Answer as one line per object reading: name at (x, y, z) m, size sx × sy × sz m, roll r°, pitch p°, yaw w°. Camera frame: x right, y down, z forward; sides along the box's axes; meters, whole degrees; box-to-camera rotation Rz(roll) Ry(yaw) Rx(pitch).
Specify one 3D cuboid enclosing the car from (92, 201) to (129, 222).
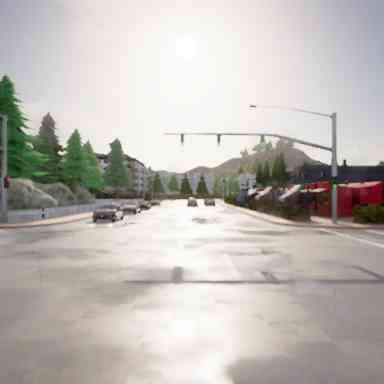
car at (-7.125, 1.714, 28.725) m, size 1.837 × 1.490 × 4.892 m, roll 0°, pitch 0°, yaw 1°

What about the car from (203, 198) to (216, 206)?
car at (3.484, 2.059, 63.298) m, size 1.895 × 1.301 × 4.718 m, roll 0°, pitch 0°, yaw 0°

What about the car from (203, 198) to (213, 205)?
car at (3.482, 2.001, 72.208) m, size 1.895 × 1.301 × 4.718 m, roll 0°, pitch 0°, yaw 0°

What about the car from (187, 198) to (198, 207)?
car at (0.082, 2.010, 61.586) m, size 1.994 × 1.385 × 4.181 m, roll 0°, pitch 0°, yaw 0°

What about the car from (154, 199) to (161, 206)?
car at (-7.018, 2.027, 63.930) m, size 1.994 × 1.385 × 4.181 m, roll 0°, pitch 0°, yaw 0°

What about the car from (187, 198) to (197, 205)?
car at (-0.018, 2.053, 72.856) m, size 2.128 × 1.511 × 4.902 m, roll 0°, pitch 0°, yaw 0°

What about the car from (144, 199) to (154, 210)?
car at (-7.093, 1.952, 48.395) m, size 1.895 × 1.301 × 4.718 m, roll 0°, pitch 0°, yaw 0°

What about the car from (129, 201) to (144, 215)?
car at (-7.107, 1.805, 38.511) m, size 1.812 × 1.442 × 4.674 m, roll 0°, pitch -1°, yaw 0°
